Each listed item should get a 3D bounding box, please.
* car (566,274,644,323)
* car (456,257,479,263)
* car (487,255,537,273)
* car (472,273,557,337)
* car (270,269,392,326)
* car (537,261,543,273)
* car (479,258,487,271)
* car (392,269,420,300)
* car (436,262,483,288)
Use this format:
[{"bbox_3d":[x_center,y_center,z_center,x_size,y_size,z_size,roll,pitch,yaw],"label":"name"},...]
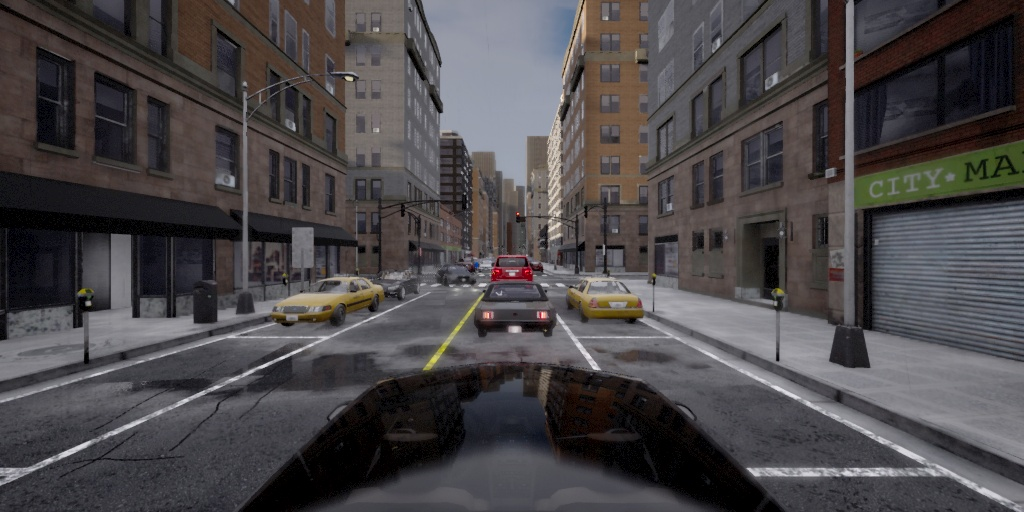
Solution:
[{"bbox_3d":[2.861,1.276,11.983,1.751,1.417,4.829,0,0,0],"label":"car"},{"bbox_3d":[-5.651,1.077,44.116,2.192,1.841,5.009,0,0,0],"label":"car"},{"bbox_3d":[0.008,0.974,19.993,2.150,2.045,5.566,0,0,0],"label":"car"},{"bbox_3d":[0.085,1.351,10.223,1.895,1.301,4.718,0,0,0],"label":"car"},{"bbox_3d":[-5.664,1.276,11.647,1.751,1.417,4.829,0,0,0],"label":"car"},{"bbox_3d":[2.874,1.308,44.112,1.888,1.381,4.507,0,0,0],"label":"car"},{"bbox_3d":[-3.081,1.289,44.717,1.812,1.442,4.674,0,0,0],"label":"car"},{"bbox_3d":[-5.662,1.302,17.342,2.007,1.370,4.403,0,0,0],"label":"car"},{"bbox_3d":[-3.817,1.318,24.257,1.994,1.385,4.181,0,0,-25],"label":"car"}]
